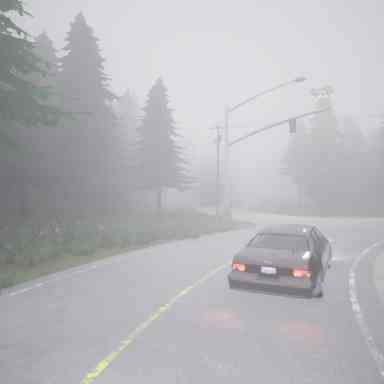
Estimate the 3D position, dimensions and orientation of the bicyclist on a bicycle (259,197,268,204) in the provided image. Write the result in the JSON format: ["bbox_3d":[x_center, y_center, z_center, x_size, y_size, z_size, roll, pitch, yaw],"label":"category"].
[{"bbox_3d":[8.680,1.479,40.159,1.656,1.620,0.582,0,0,-1],"label":"bicyclist on a bicycle"}]

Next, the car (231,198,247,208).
[{"bbox_3d":[6.615,1.590,47.673,1.994,1.385,4.181,0,0,16],"label":"car"}]

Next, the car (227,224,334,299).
[{"bbox_3d":[2.536,1.547,8.645,2.033,1.411,5.357,0,0,25],"label":"car"}]
